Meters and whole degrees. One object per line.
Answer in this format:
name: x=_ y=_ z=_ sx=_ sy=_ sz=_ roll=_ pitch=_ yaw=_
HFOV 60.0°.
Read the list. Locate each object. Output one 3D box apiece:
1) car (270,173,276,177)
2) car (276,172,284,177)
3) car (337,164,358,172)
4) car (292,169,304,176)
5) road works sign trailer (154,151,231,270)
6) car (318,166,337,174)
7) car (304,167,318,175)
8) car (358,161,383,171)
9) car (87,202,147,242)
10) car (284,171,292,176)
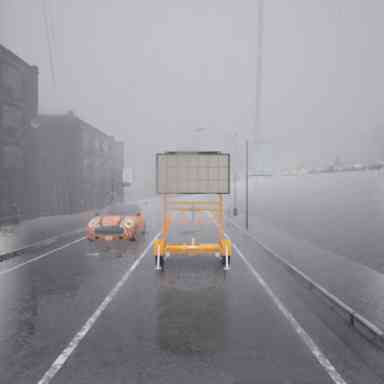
car: x=21.715 y=-4.057 z=82.747 sx=2.231 sy=1.521 sz=4.892 roll=0 pitch=1 yaw=-1
car: x=21.844 y=-3.978 z=77.229 sx=2.231 sy=1.521 sz=4.892 roll=0 pitch=1 yaw=-1
car: x=24.227 y=-3.431 z=49.481 sx=2.002 sy=1.452 sz=4.674 roll=0 pitch=1 yaw=-7
car: x=22.432 y=-3.779 z=66.151 sx=2.097 sy=1.535 sz=5.008 roll=0 pitch=1 yaw=-4
road works sign trailer: x=0.036 y=0.460 z=11.058 sx=2.380 sy=3.560 sz=2.880 roll=0 pitch=0 yaw=1
car: x=23.523 y=-3.542 z=54.954 sx=2.163 sy=1.488 sz=4.792 roll=0 pitch=1 yaw=-6
car: x=22.902 y=-3.803 z=60.645 sx=2.185 sy=1.767 sz=4.553 roll=0 pitch=1 yaw=-5
car: x=25.033 y=-3.369 z=44.120 sx=2.231 sy=1.521 sz=4.892 roll=0 pitch=1 yaw=-9
car: x=-3.504 y=1.346 z=16.217 sx=2.097 sy=1.767 sz=4.553 roll=0 pitch=0 yaw=0
car: x=22.079 y=-3.841 z=71.687 sx=2.002 sy=1.452 sz=4.674 roll=0 pitch=1 yaw=-3
